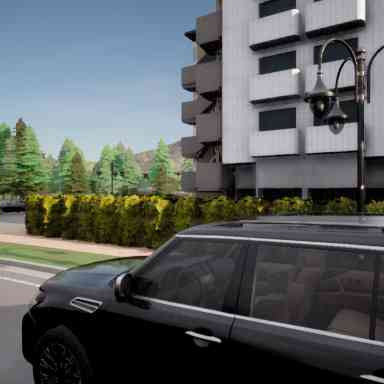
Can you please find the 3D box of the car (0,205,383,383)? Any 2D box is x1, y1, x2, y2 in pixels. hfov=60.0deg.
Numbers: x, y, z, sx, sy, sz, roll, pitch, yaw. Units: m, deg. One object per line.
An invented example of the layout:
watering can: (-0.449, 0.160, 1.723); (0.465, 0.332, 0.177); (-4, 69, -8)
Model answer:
car: (0.743, 1.221, 3.139); (5.566, 2.045, 2.150); (0, 0, 34)

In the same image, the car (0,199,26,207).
car: (-18.192, 1.491, 33.490); (2.128, 1.511, 4.902); (0, 0, 33)
